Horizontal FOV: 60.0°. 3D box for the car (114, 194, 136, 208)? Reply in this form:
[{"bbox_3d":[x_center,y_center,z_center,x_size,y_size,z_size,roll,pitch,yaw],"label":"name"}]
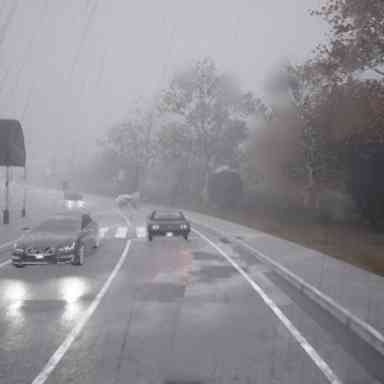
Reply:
[{"bbox_3d":[-7.861,1.040,38.811,1.837,1.490,4.892,1,1,-23],"label":"car"}]

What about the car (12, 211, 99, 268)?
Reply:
[{"bbox_3d":[-4.334,1.450,11.241,1.837,1.490,4.892,0,0,-7],"label":"car"}]

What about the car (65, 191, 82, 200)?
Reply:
[{"bbox_3d":[-18.105,0.496,50.517,1.895,1.301,4.718,1,2,-32],"label":"car"}]

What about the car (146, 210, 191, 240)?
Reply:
[{"bbox_3d":[-1.313,1.520,16.544,1.895,1.301,4.718,0,0,-9],"label":"car"}]
